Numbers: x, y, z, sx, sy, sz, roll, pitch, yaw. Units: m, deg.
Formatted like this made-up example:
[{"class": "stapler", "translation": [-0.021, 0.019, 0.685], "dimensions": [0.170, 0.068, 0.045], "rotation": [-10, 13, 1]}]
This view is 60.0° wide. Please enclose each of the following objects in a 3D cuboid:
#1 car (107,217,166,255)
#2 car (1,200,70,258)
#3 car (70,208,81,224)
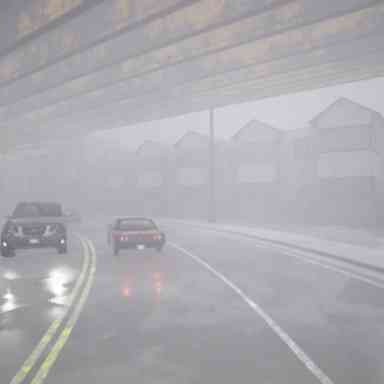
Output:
[{"class": "car", "translation": [-2.537, 1.724, 14.072], "dimensions": [1.895, 1.301, 4.718], "rotation": [0, -1, -18]}, {"class": "car", "translation": [-6.401, 1.381, 14.001], "dimensions": [2.150, 2.045, 5.566], "rotation": [0, -1, -21]}, {"class": "car", "translation": [-11.525, 2.112, 29.736], "dimensions": [1.994, 1.385, 4.181], "rotation": [0, -1, -39]}]
